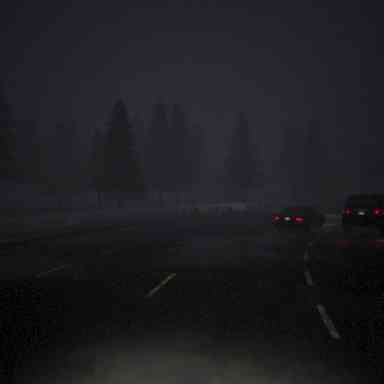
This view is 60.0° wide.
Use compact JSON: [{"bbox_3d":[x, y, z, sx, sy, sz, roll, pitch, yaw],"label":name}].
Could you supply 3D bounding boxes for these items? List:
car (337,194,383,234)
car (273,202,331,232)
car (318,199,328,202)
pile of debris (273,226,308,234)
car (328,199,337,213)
[{"bbox_3d":[10.401,1.207,19.473,2.150,2.045,5.566,0,0,36],"label":"car"},{"bbox_3d":[6.614,1.529,20.213,2.033,1.411,5.357,0,0,34],"label":"car"},{"bbox_3d":[15.652,1.539,38.312,4.892,1.490,1.837,0,0,-30],"label":"car"},{"bbox_3d":[5.662,2.163,19.051,1.500,0.140,1.860,0,0,32],"label":"pile of debris"},{"bbox_3d":[17.389,1.253,35.273,5.566,2.045,2.150,0,0,-30],"label":"car"}]
